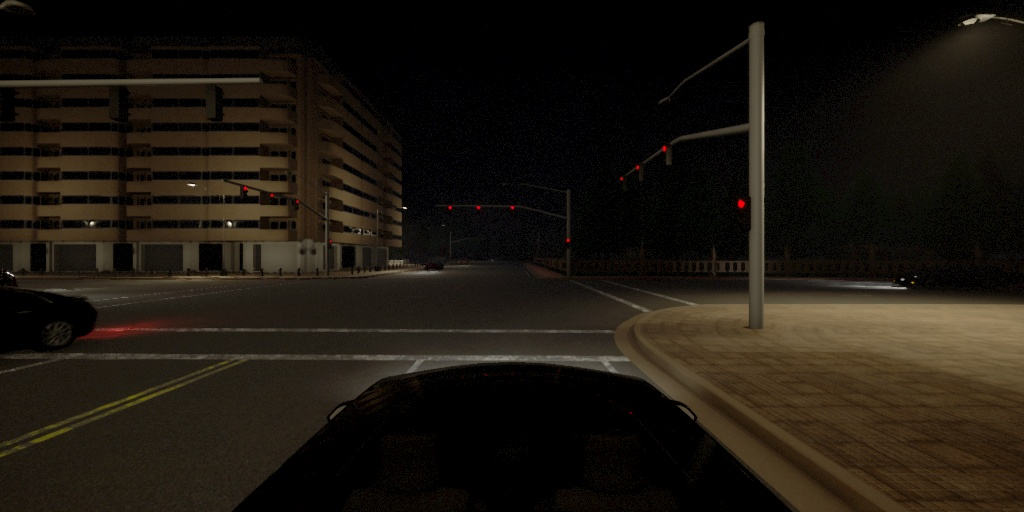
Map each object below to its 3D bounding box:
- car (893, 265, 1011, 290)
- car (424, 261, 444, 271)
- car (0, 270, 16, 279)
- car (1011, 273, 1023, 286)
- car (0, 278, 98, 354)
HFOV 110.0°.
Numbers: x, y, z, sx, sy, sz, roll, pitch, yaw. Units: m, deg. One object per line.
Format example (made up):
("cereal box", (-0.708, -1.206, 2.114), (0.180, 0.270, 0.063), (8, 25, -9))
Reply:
("car", (25.895, 1.257, 21.471), (4.181, 1.385, 1.994), (0, 0, 16))
("car", (-10.479, 1.364, 48.288), (1.895, 1.301, 4.718), (0, 0, 0))
("car", (-30.450, 1.046, 19.652), (4.553, 1.767, 2.097), (0, 0, 0))
("car", (30.248, 1.293, 23.889), (4.718, 1.301, 1.895), (0, 0, 20))
("car", (-10.495, 1.342, 6.176), (1.837, 1.490, 4.892), (0, 1, 0))
